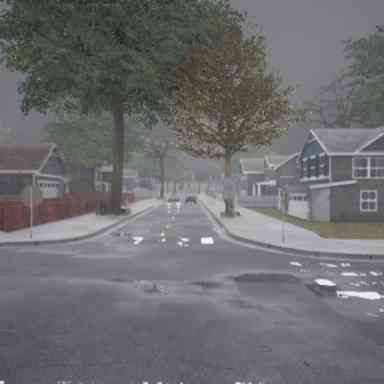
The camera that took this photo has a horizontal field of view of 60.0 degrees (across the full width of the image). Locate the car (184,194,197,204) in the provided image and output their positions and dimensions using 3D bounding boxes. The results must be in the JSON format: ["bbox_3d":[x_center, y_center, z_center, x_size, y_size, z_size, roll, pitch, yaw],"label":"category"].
[{"bbox_3d":[-0.223,1.076,51.842,1.837,1.490,4.892,0,0,0],"label":"car"}]

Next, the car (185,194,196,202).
[{"bbox_3d":[-0.268,1.032,62.264,2.033,1.411,5.357,0,0,0],"label":"car"}]

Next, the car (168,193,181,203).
[{"bbox_3d":[-2.992,1.038,56.420,1.837,1.490,4.892,0,0,0],"label":"car"}]
